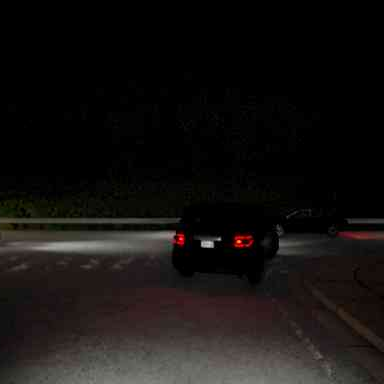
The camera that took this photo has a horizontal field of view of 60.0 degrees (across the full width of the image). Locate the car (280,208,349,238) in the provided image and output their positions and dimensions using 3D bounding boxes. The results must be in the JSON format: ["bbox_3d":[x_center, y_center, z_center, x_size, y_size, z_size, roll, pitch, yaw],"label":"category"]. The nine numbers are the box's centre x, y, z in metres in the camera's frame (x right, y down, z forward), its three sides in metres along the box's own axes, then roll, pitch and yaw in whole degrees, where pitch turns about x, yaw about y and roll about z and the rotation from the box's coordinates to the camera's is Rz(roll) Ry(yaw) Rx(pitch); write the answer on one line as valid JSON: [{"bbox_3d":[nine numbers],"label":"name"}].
[{"bbox_3d":[5.883,1.609,18.078,4.902,1.511,2.128,0,0,0],"label":"car"}]

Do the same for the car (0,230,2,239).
[{"bbox_3d":[-10.951,1.586,14.479,4.902,1.511,2.128,0,0,0],"label":"car"}]

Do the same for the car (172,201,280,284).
[{"bbox_3d":[1.244,1.291,10.166,2.150,2.045,5.566,0,0,19],"label":"car"}]
